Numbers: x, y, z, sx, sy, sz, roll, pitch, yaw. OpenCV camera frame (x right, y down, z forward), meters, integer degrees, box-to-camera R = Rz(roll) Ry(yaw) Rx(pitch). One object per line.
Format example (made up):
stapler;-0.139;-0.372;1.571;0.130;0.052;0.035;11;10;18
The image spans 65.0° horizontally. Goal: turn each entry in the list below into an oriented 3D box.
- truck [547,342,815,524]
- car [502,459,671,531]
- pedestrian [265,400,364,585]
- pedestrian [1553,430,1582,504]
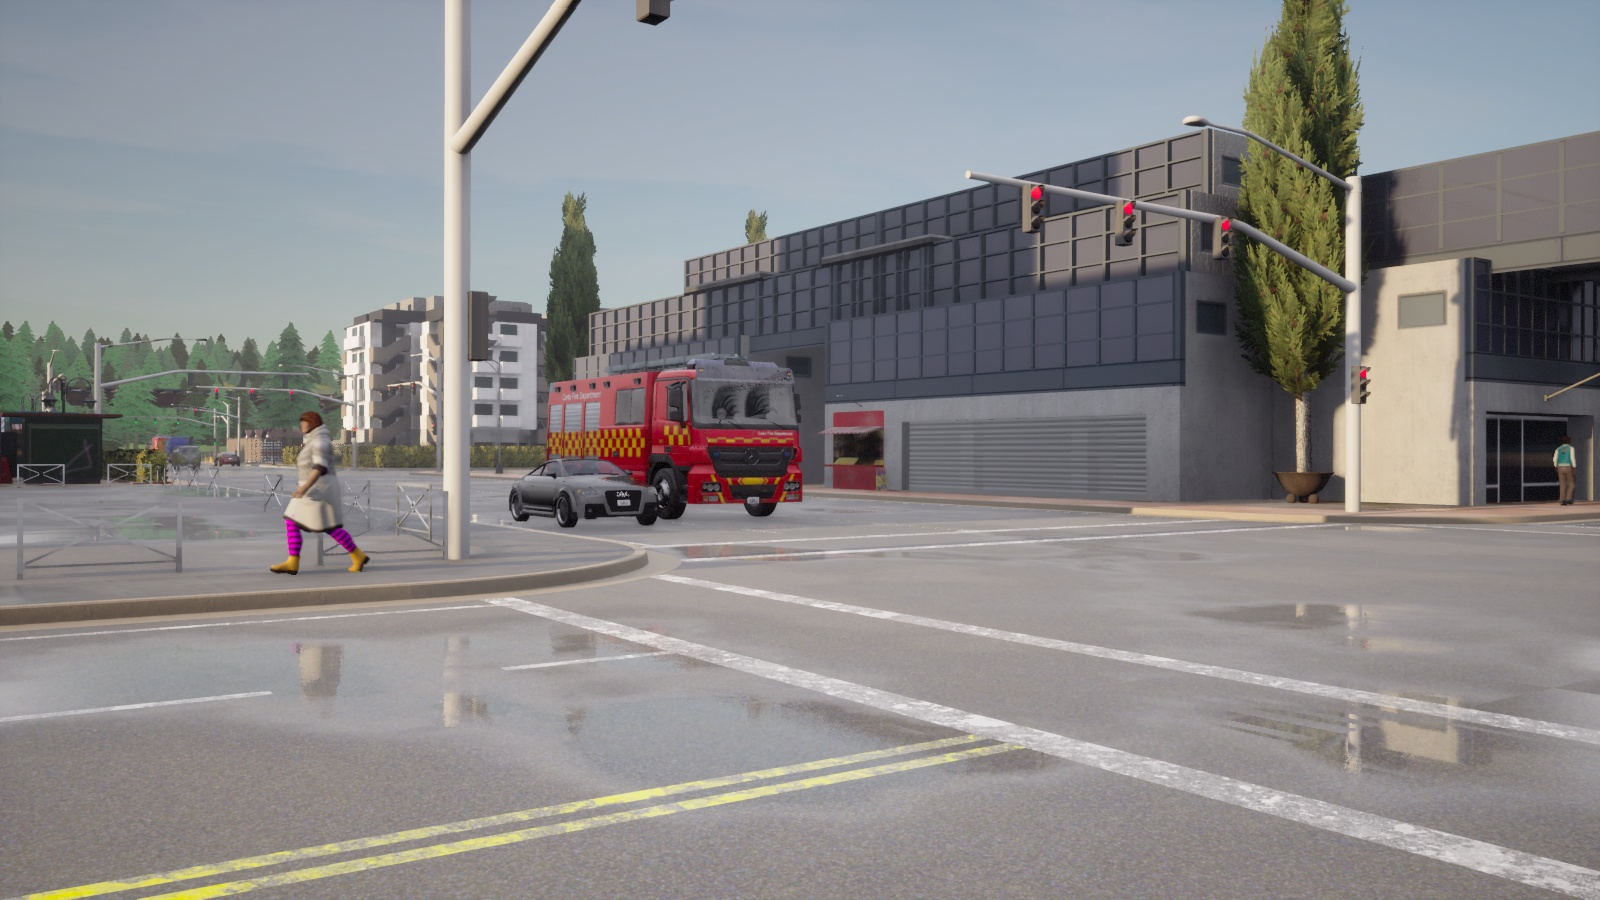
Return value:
truck;-3.203;-0.338;30.756;2.891;3.827;8.468;0;0;-33
car;-4.588;0.883;26.522;1.994;1.385;4.181;0;0;-34
pedestrian;-5.337;0.448;13.797;0.873;1.952;0.659;0;0;-36
pedestrian;20.120;0.441;32.918;0.692;1.930;0.396;0;0;-35
